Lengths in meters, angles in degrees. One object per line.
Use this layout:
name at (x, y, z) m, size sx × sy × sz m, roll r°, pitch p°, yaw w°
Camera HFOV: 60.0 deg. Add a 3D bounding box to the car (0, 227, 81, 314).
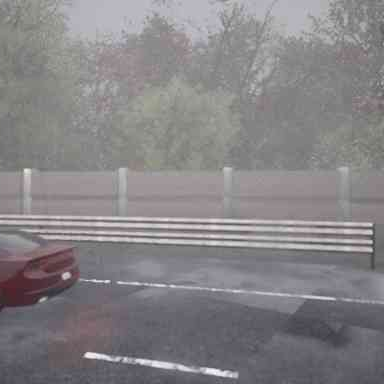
car at (-4.871, 1.470, 6.974) m, size 5.008 × 1.535 × 1.882 m, roll 0°, pitch 0°, yaw 11°
